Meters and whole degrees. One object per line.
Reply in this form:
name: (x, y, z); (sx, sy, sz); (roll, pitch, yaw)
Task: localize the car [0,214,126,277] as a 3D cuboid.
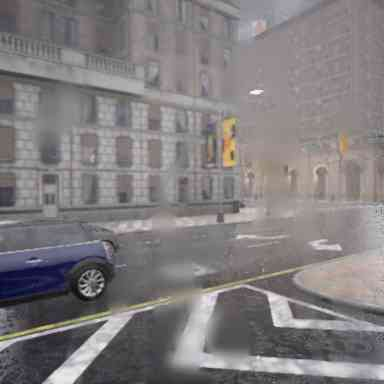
car: (-4.476, 1.564, 10.608); (4.181, 1.385, 1.994); (-1, 0, -35)

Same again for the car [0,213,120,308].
car: (-3.955, 1.365, 6.682); (4.553, 1.767, 2.097); (-1, 0, -36)
